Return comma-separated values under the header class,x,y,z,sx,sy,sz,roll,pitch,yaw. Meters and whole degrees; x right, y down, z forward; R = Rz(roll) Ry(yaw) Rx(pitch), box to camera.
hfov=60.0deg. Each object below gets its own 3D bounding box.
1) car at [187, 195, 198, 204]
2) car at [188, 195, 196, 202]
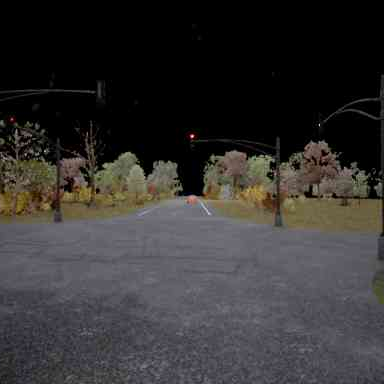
class,x,y,z,sx,sy,sz,roll,pitch,yaw
car,0.093,1.424,67.921,2.097,1.767,4.553,0,0,0
car,0.106,1.449,77.956,1.812,1.442,4.674,0,0,0
